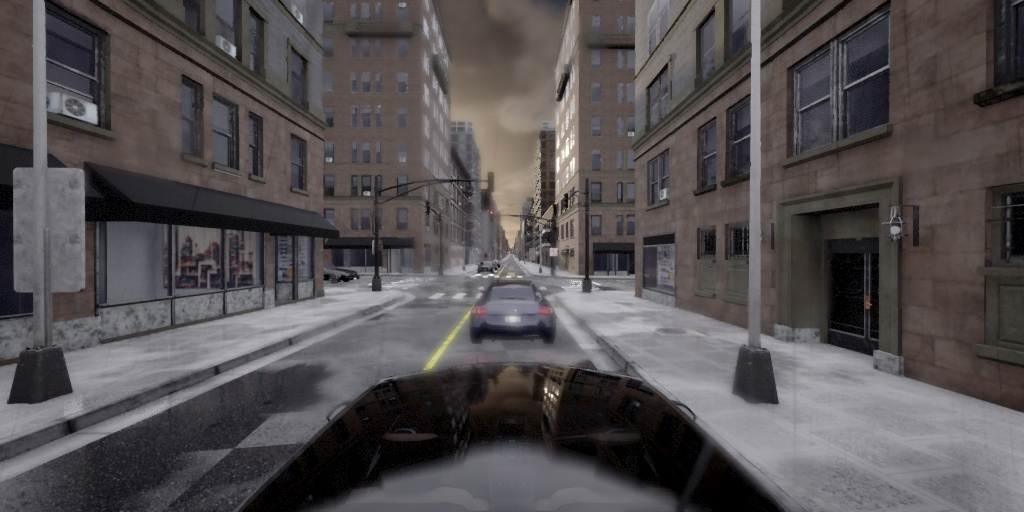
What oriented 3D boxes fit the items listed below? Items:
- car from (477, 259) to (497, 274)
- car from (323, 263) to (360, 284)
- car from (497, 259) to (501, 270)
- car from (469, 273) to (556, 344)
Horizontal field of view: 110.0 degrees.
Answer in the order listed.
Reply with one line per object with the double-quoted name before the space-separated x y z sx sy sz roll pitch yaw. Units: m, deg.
"car" -3.083 1.307 43.070 1.837 1.490 4.892 0 0 0
"car" -13.496 1.142 24.864 5.357 1.411 2.033 1 0 2
"car" -3.081 1.369 52.892 2.033 1.411 5.357 0 0 0
"car" 0.013 1.315 9.627 1.994 1.385 4.181 0 0 0
